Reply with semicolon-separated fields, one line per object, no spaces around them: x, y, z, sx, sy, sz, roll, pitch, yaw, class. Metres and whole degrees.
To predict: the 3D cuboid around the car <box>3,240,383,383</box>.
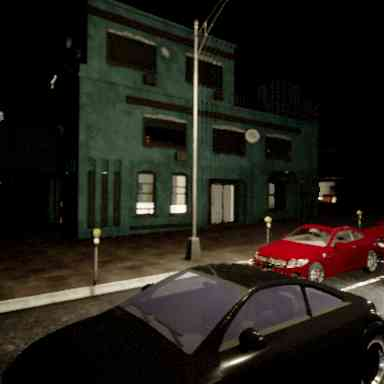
0.308;1.556;3.585;4.181;1.385;1.994;0;0;-35;car

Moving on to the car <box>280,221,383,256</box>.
3.519;1.553;9.056;4.206;1.307;1.802;0;1;-35;car
